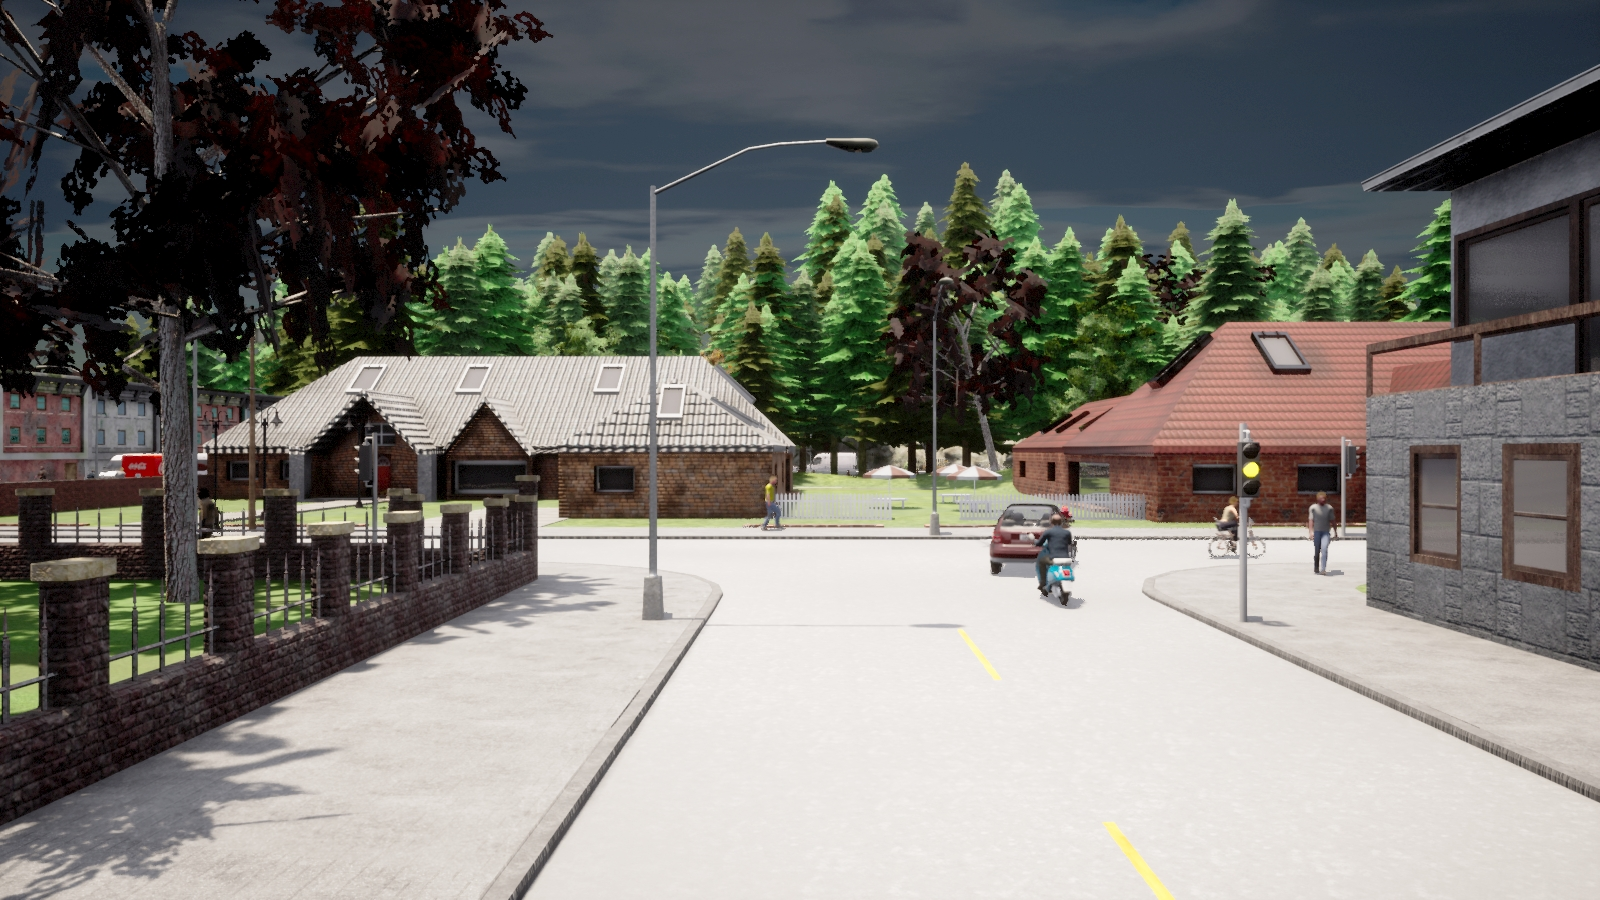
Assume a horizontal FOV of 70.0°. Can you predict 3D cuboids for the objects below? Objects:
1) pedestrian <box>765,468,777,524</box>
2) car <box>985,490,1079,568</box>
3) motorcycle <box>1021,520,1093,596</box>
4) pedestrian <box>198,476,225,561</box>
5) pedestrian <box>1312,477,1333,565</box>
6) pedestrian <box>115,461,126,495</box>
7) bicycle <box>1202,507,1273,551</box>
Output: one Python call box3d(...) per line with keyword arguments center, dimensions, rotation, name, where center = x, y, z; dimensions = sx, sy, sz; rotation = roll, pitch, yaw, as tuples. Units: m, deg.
box3d(center=(-0.967, 1.524, 37.938), dimensions=(0.375, 1.860, 0.375), rotation=(0, 0, 2), name="pedestrian")
box3d(center=(5.554, 1.808, 27.057), dimensions=(1.789, 1.549, 3.705), rotation=(0, 0, 17), name="car")
box3d(center=(4.725, 1.962, 21.127), dimensions=(0.856, 1.236, 1.805), rotation=(0, 0, -3), name="motorcycle")
box3d(center=(-13.069, 1.523, 25.378), dimensions=(0.375, 1.860, 0.375), rotation=(0, 0, 4), name="pedestrian")
box3d(center=(11.240, 1.518, 24.585), dimensions=(0.375, 1.860, 0.375), rotation=(0, 0, 16), name="pedestrian")
box3d(center=(-37.033, 1.524, 62.256), dimensions=(0.375, 1.860, 0.375), rotation=(0, 0, 1), name="pedestrian")
box3d(center=(11.296, 2.036, 29.519), dimensions=(1.487, 1.080, 0.859), rotation=(0, 1, -1), name="bicycle")
